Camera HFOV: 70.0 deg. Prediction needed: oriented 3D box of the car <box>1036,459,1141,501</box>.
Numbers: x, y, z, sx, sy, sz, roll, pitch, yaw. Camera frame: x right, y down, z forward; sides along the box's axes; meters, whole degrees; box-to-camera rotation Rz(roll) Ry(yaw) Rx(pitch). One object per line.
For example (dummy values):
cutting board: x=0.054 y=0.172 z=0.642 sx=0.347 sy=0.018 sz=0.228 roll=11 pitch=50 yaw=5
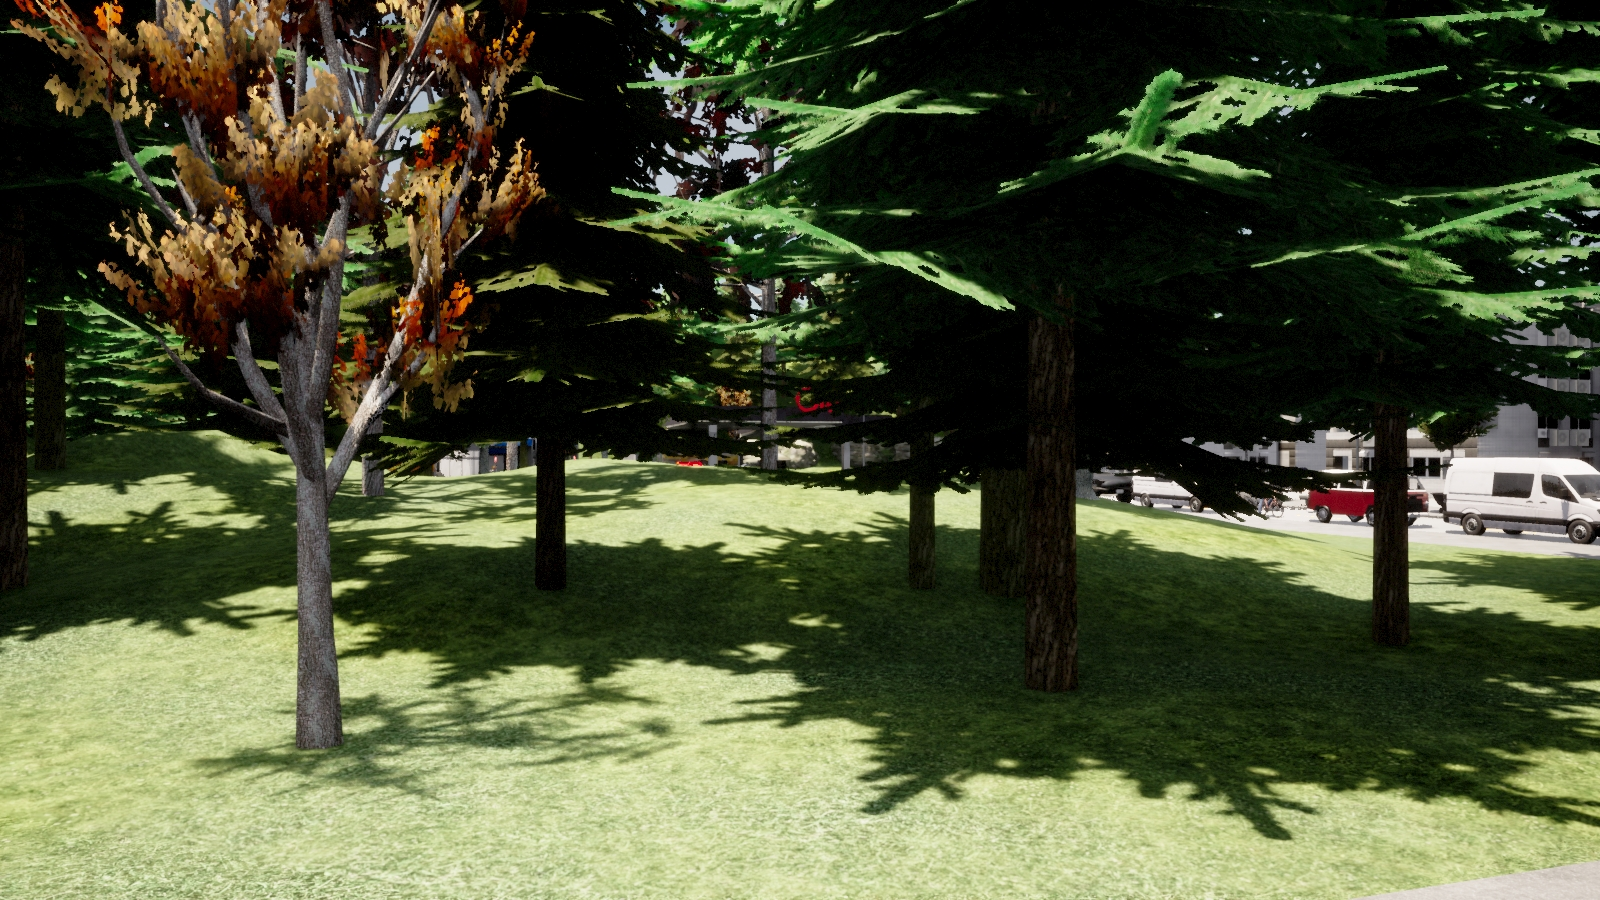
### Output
car: x=15.242 y=1.534 z=60.831 sx=2.390 sy=2.098 sz=6.274 roll=0 pitch=0 yaw=-18

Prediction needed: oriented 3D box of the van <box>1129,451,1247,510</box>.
van: x=17.841 y=1.314 z=52.900 sx=1.988 sy=2.561 sz=5.915 roll=0 pitch=0 yaw=-18

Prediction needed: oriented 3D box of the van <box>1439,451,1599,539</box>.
van: x=23.412 y=1.314 z=36.018 sx=1.988 sy=2.561 sz=5.915 roll=0 pitch=0 yaw=-18

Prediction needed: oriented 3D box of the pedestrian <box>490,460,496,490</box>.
pedestrian: x=-18.808 y=1.523 z=70.006 sx=0.375 sy=1.860 sz=0.375 roll=0 pitch=0 yaw=-16

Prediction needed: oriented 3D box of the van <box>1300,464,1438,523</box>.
van: x=21.187 y=1.563 z=42.784 sx=2.069 sy=2.038 sz=4.480 roll=0 pitch=0 yaw=-18
